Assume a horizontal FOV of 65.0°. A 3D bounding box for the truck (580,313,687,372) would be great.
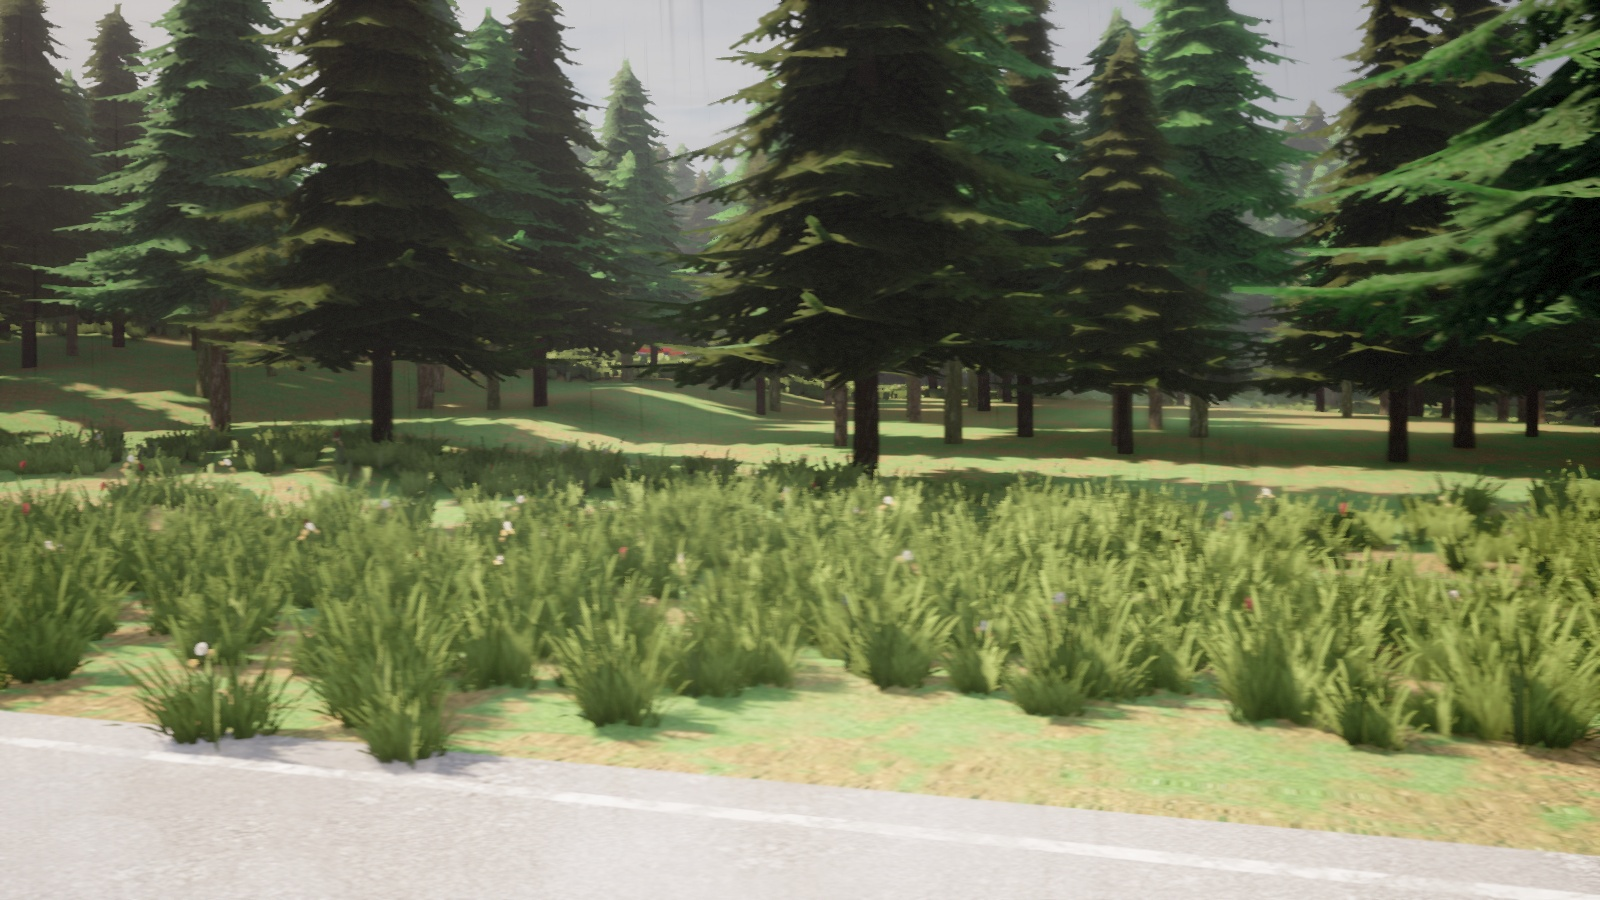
[{"bbox_3d":[-9.313,-5.974,70.445,5.204,2.467,2.627,6,-3,-42],"label":"truck"}]
